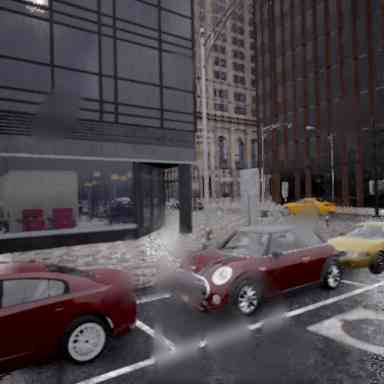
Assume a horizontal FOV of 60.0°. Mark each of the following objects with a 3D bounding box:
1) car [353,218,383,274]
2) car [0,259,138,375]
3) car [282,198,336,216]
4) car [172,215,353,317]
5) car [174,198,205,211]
[{"bbox_3d":[5.882,1.535,10.582,4.829,1.417,1.752,-1,-1,-35],"label":"car"},{"bbox_3d":[-2.971,1.702,4.496,4.507,1.381,1.887,-1,-1,-35],"label":"car"},{"bbox_3d":[10.466,1.303,30.091,1.882,1.535,5.008,-1,0,-34],"label":"car"},{"bbox_3d":[1.523,1.522,7.589,4.097,1.590,1.967,-1,-1,-35],"label":"car"},{"bbox_3d":[-0.390,1.492,40.194,1.837,1.490,4.892,-1,0,-35],"label":"car"}]
